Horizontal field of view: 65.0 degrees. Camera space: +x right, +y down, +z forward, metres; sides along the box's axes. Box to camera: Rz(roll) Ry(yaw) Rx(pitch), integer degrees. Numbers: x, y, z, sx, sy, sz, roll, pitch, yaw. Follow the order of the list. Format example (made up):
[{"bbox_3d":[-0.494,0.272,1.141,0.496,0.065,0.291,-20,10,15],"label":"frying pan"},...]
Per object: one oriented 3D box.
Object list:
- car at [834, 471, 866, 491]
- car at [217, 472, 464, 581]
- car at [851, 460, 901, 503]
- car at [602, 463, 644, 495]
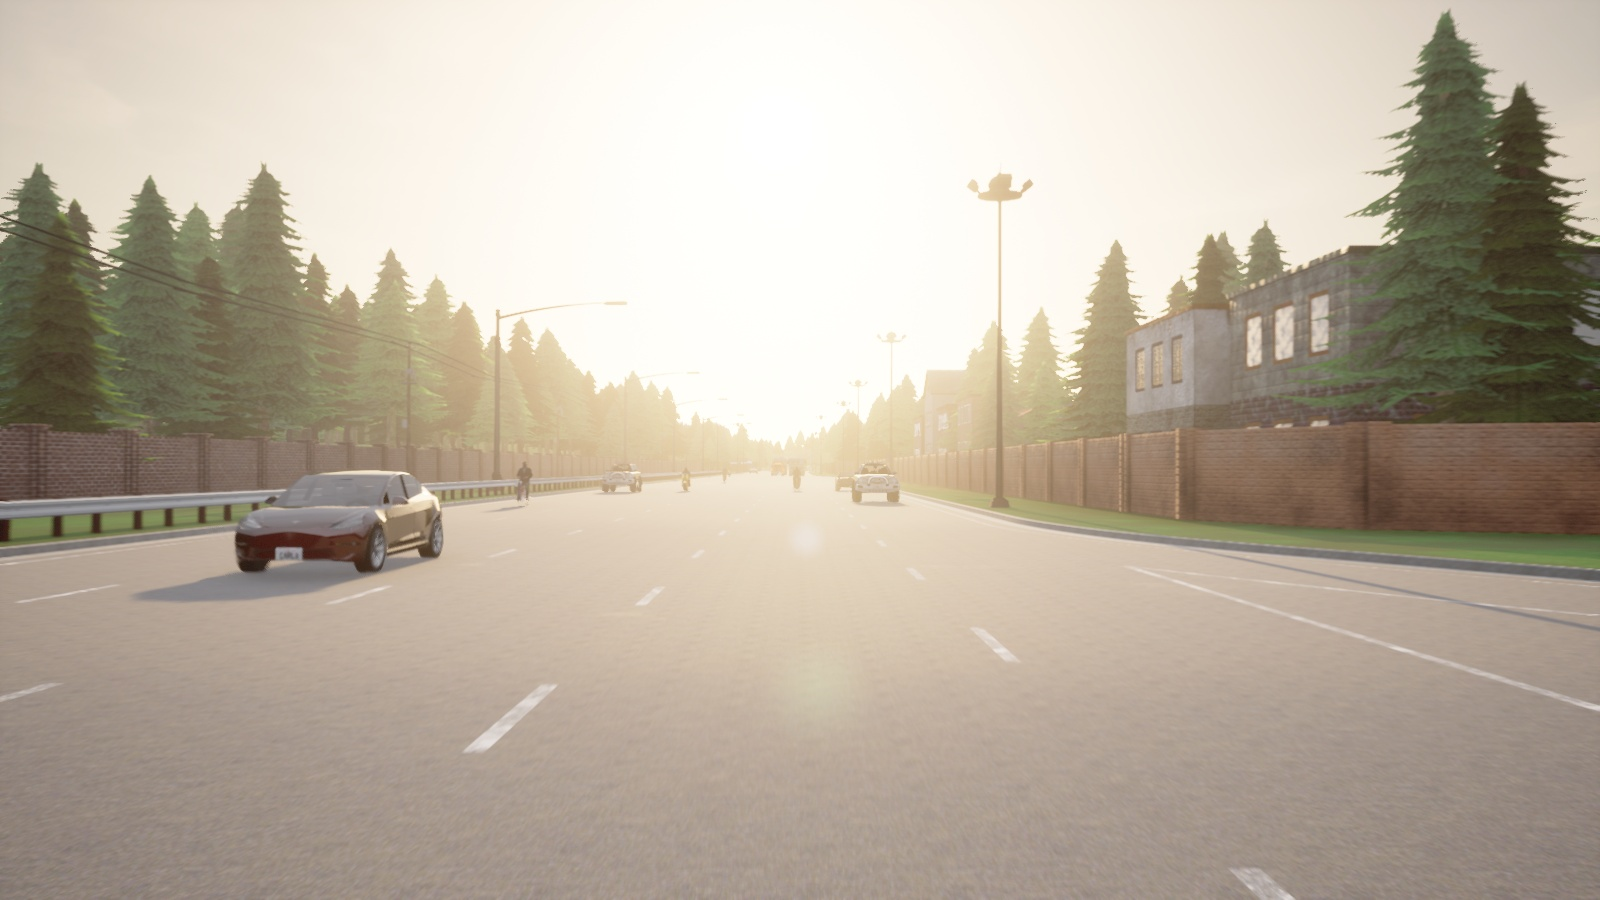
[{"bbox_3d":[3.303,2.046,83.254,1.895,1.301,4.718,0,-1,0],"label":"car"},{"bbox_3d":[-7.047,1.113,19.893,2.163,1.488,4.792,0,-1,0],"label":"car"},{"bbox_3d":[3.365,1.392,56.459,1.932,1.855,4.605,0,-1,0],"label":"car"},{"bbox_3d":[-10.681,1.718,75.985,1.932,1.855,4.605,0,-1,0],"label":"car"}]
